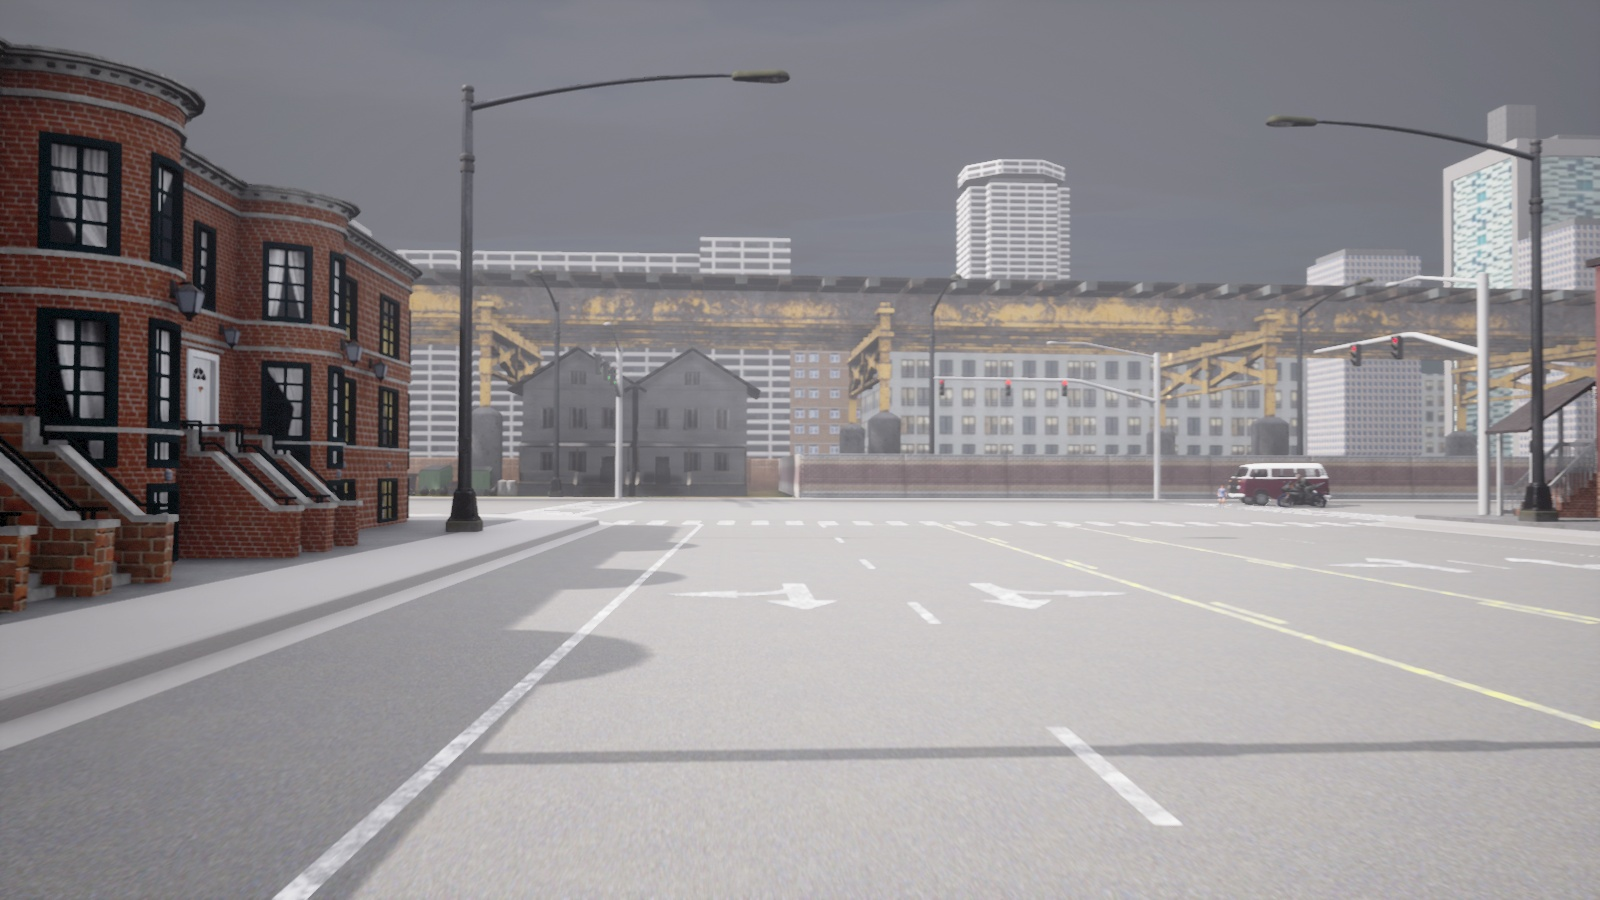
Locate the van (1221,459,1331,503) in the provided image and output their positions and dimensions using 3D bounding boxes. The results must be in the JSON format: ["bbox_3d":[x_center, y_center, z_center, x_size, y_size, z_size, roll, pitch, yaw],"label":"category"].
[{"bbox_3d":[22.782,1.469,60.249,4.480,2.038,2.069,0,-1,-2],"label":"van"}]

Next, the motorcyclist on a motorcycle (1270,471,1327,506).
[{"bbox_3d":[22.510,1.721,56.729,2.191,1.530,0.866,0,-1,-2],"label":"motorcyclist on a motorcycle"}]
